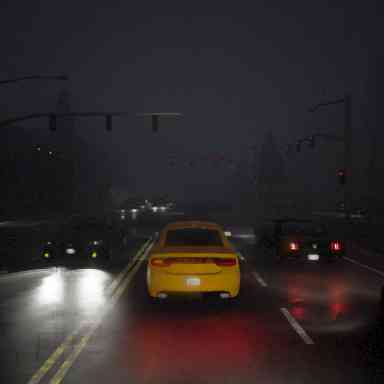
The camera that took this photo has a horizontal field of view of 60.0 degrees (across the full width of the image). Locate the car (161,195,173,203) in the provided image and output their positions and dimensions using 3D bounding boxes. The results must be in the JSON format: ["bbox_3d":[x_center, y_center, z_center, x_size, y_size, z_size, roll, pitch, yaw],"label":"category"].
[{"bbox_3d":[-5.278,1.525,70.879,2.128,1.511,4.902,0,0,-2],"label":"car"}]

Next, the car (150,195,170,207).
[{"bbox_3d":[-4.821,1.564,50.432,1.994,1.385,4.181,0,0,-1],"label":"car"}]

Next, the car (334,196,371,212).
[{"bbox_3d":[17.779,1.352,35.727,4.553,1.767,2.097,0,0,-2],"label":"car"}]

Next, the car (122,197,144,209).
[{"bbox_3d":[-8.230,1.505,45.535,1.837,1.490,4.892,0,0,0],"label":"car"}]

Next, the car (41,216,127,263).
[{"bbox_3d":[-3.613,1.564,11.857,1.994,1.385,4.181,0,0,0],"label":"car"}]

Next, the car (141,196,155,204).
[{"bbox_3d":[-8.671,1.547,65.865,2.033,1.411,5.357,0,0,-1],"label":"car"}]

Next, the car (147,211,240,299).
[{"bbox_3d":[0.030,1.478,8.523,1.882,1.535,5.008,0,0,0],"label":"car"}]

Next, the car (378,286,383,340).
[{"bbox_3d":[3.596,1.478,2.759,1.882,1.535,5.008,0,0,0],"label":"car"}]

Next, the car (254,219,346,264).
[{"bbox_3d":[3.497,1.601,11.849,1.895,1.301,4.718,0,0,-1],"label":"car"}]

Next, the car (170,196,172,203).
[{"bbox_3d":[-5.072,1.352,60.665,2.097,1.767,4.553,0,0,-1],"label":"car"}]

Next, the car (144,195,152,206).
[{"bbox_3d":[-8.450,1.547,55.272,2.033,1.411,5.357,0,0,-1],"label":"car"}]

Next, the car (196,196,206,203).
[{"bbox_3d":[1.874,1.601,68.870,1.895,1.301,4.718,0,0,-1],"label":"car"}]

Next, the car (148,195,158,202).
[{"bbox_3d":[-8.937,1.465,76.889,1.882,1.535,5.008,0,0,-2],"label":"car"}]

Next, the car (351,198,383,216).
[{"bbox_3d":[18.759,1.547,32.254,5.357,1.411,2.033,0,0,-2],"label":"car"}]

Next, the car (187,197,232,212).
[{"bbox_3d":[1.862,1.526,35.035,4.674,1.442,1.812,0,0,-4],"label":"car"}]
